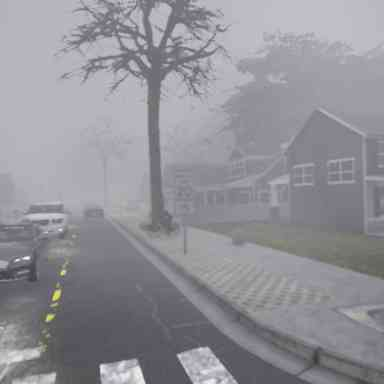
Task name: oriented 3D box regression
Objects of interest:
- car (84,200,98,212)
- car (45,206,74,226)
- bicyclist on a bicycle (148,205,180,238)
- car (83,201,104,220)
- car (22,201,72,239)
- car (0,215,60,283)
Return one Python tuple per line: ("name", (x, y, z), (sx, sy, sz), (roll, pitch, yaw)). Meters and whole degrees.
("car", (-16.231, 2.214, 53.349), (2.097, 1.767, 4.553), (-1, -1, -18))
("car", (-11.731, 2.092, 29.711), (2.033, 1.411, 5.357), (-1, -1, -18))
("bicyclist on a bicycle", (-1.427, 1.496, 16.703), (1.656, 1.620, 0.582), (-1, 0, -18))
("car", (-10.201, 2.032, 34.554), (1.882, 1.535, 5.008), (-1, -1, -18))
("car", (-8.508, 1.602, 19.612), (2.150, 2.045, 5.566), (-1, -1, -17))
("car", (-5.480, 1.718, 10.176), (2.128, 1.511, 4.902), (-1, -1, -18))
